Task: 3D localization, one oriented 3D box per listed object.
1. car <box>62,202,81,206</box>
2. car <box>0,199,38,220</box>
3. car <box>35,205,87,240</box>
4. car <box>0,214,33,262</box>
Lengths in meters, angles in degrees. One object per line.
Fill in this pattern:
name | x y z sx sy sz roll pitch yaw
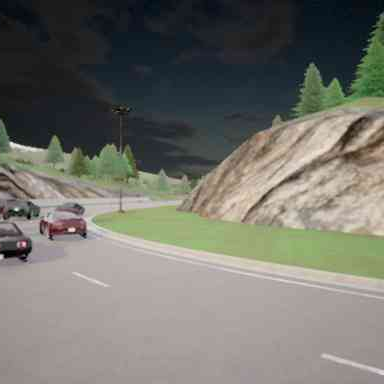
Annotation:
car | -12.471 1.773 34.432 2.033 1.411 5.357 0 0 -6
car | -15.181 1.532 30.038 2.097 1.767 4.553 0 0 -12
car | -6.911 1.641 17.717 1.812 1.442 4.674 0 0 -32
car | -7.125 1.668 11.707 1.895 1.301 4.718 1 -1 -38
